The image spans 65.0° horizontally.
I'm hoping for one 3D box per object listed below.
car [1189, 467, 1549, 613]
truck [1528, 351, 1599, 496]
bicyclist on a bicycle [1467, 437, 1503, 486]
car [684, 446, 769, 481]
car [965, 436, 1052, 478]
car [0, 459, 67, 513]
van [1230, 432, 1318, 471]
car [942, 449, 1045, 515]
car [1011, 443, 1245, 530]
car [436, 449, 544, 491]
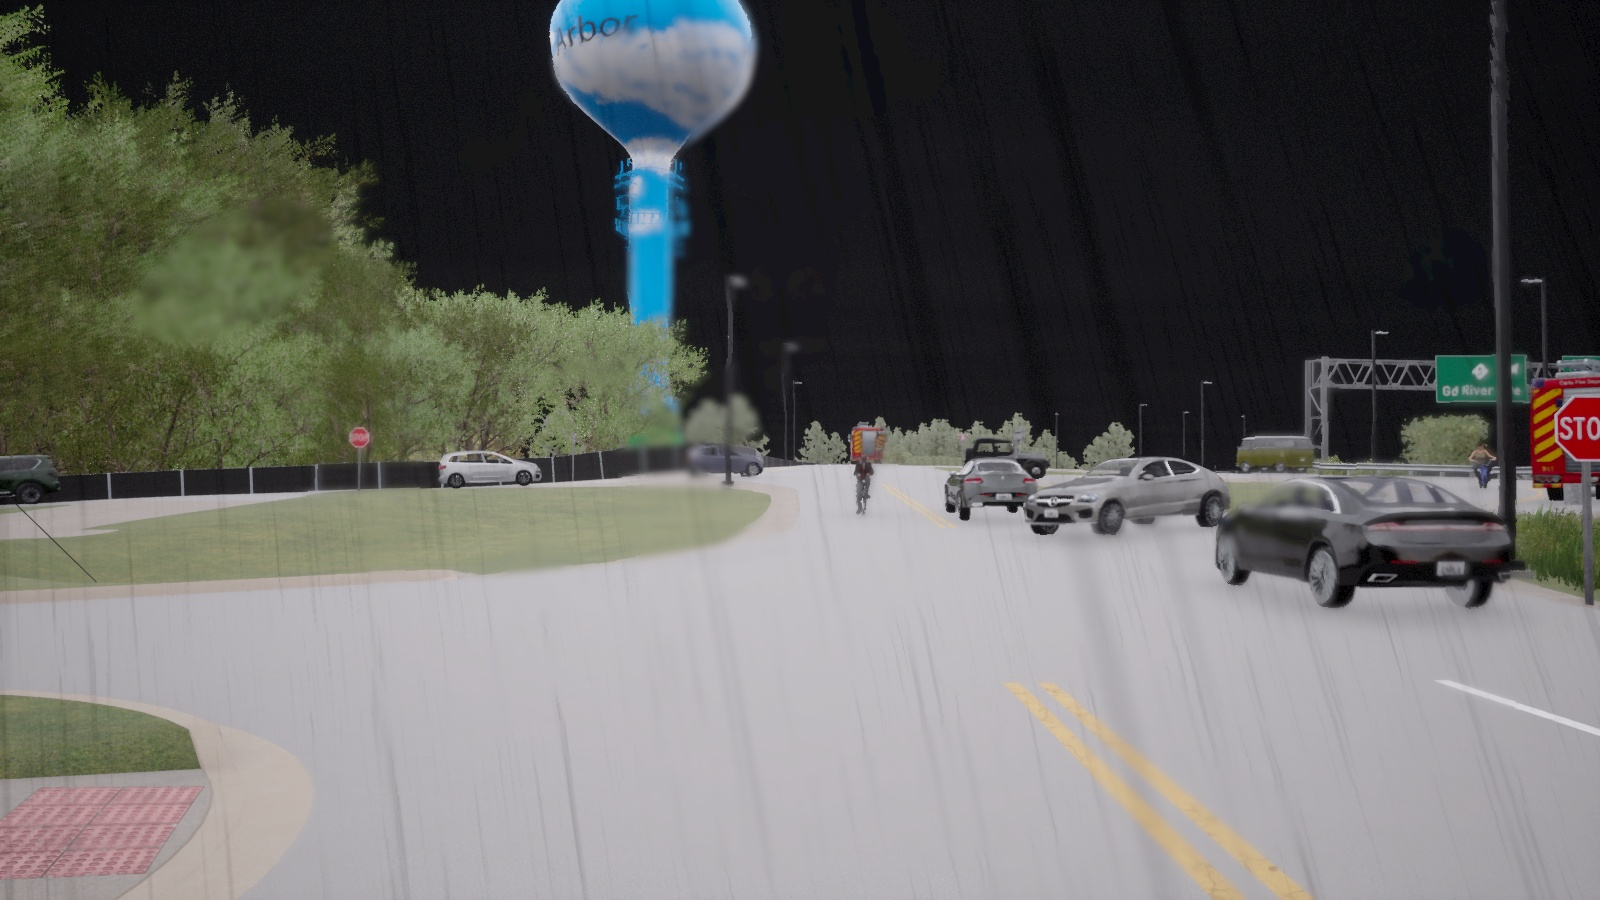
[{"bbox_3d":[6.774,0.982,15.723,2.128,1.511,4.902,0,-1,-2],"label":"car"},{"bbox_3d":[23.996,-0.757,36.377,2.891,3.827,8.468,-2,-1,44],"label":"truck"},{"bbox_3d":[23.510,0.388,43.127,0.866,1.612,1.509,-3,0,22],"label":"bicyclist on a bicycle"},{"bbox_3d":[-3.463,0.622,59.238,3.633,1.501,1.845,-2,0,-16],"label":"car"},{"bbox_3d":[9.608,0.306,57.703,3.866,1.878,1.905,0,1,11],"label":"car"},{"bbox_3d":[-33.333,1.590,51.154,5.566,2.045,2.150,-4,1,-44],"label":"car"},{"bbox_3d":[25.340,0.097,67.269,1.775,1.987,4.442,1,-1,-25],"label":"van"},{"bbox_3d":[5.324,0.836,35.263,2.152,1.651,5.027,0,1,0],"label":"car"},{"bbox_3d":[7.294,0.773,27.757,5.027,1.651,2.152,-2,-1,-35],"label":"car"},{"bbox_3d":[-13.994,0.881,56.842,4.611,1.667,2.242,-3,0,-13],"label":"car"}]
